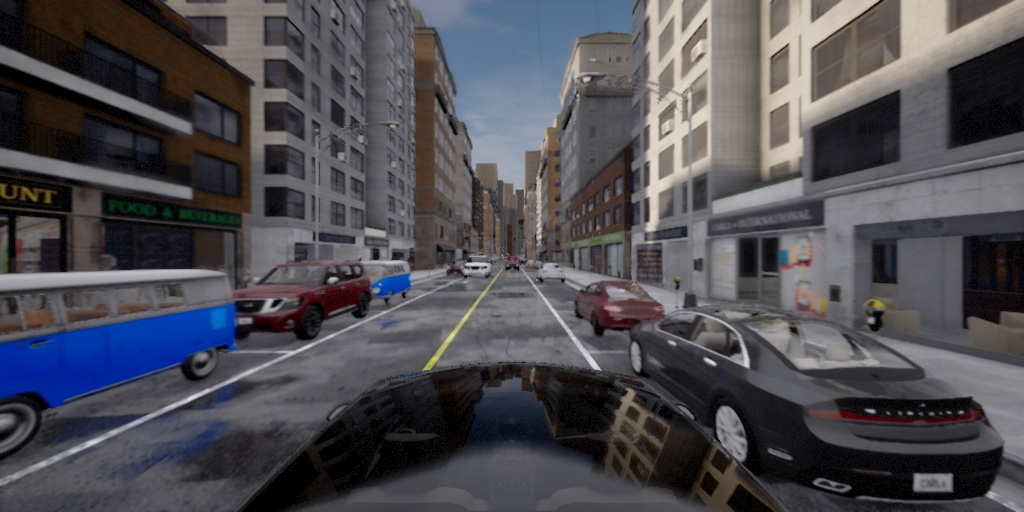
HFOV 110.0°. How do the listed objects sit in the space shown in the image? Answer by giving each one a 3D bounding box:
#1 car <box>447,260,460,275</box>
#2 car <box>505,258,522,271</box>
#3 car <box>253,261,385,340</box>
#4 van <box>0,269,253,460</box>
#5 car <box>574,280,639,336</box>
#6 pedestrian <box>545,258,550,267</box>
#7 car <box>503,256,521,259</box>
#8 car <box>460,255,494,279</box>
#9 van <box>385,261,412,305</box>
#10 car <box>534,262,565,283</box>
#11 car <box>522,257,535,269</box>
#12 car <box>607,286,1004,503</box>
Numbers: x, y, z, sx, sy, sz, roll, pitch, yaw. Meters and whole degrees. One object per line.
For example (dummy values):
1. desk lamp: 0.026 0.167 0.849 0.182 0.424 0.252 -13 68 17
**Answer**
1. car: -5.660 1.175 37.774 1.967 1.591 4.097 0 0 0
2. car: 0.080 1.330 49.379 1.895 1.301 4.718 0 0 0
3. car: -5.666 1.063 10.145 2.192 1.841 5.009 0 0 0
4. van: -5.668 1.091 4.619 1.690 1.789 3.998 0 0 0
5. car: 2.859 1.330 10.142 1.802 1.307 4.207 0 0 0
6. pedestrian: 3.007 1.032 31.012 0.375 1.860 0.375 0 0 -10
7. car: 0.015 0.945 62.528 2.150 2.045 5.566 0 0 0
8. car: -3.086 0.958 32.778 2.150 2.045 5.566 0 0 0
9. van: -5.662 1.087 15.670 1.690 1.789 3.998 0 0 0
10. car: 3.006 1.266 28.177 1.812 1.442 4.674 0 0 0
11. car: 2.870 1.254 54.519 1.751 1.417 4.829 0 0 0
12. car: 2.858 1.300 4.616 2.007 1.370 4.403 0 0 0
